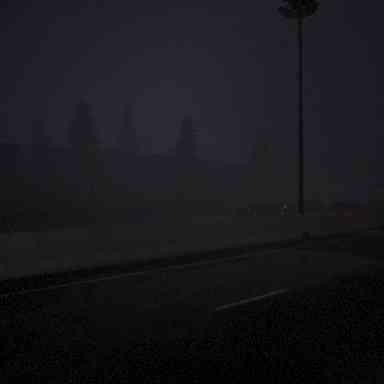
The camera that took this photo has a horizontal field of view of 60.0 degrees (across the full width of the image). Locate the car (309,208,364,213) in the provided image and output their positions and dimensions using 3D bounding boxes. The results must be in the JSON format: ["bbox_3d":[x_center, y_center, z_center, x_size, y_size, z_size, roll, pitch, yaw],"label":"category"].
[{"bbox_3d":[11.585,1.461,25.792,4.902,1.511,2.128,0,0,-39],"label":"car"}]

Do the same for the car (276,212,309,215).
[{"bbox_3d":[9.791,1.334,28.840,4.553,1.767,2.097,0,0,-39],"label":"car"}]
